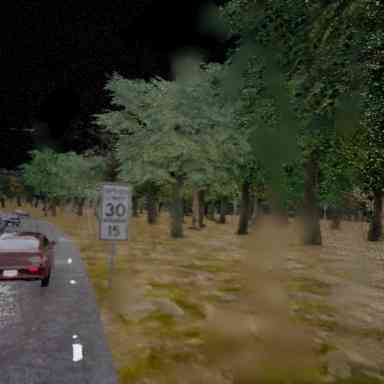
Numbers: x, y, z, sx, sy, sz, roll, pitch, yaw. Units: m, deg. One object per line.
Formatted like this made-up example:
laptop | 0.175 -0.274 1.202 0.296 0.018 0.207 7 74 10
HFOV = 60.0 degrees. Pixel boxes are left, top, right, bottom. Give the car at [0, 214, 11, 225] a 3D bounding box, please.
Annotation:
car | -12.575 2.119 20.052 2.097 1.767 4.553 4 -4 -23

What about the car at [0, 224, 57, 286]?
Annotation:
car | -5.390 1.980 10.532 1.812 1.442 4.674 4 -4 -21

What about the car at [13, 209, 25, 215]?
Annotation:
car | -43.510 5.108 83.520 1.994 1.385 4.181 4 -4 -35

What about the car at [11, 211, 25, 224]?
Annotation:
car | -20.711 3.218 38.208 2.033 1.411 5.357 4 -4 -26

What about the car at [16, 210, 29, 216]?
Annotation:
car | -38.054 4.789 75.215 1.994 1.385 4.181 4 -4 -33
